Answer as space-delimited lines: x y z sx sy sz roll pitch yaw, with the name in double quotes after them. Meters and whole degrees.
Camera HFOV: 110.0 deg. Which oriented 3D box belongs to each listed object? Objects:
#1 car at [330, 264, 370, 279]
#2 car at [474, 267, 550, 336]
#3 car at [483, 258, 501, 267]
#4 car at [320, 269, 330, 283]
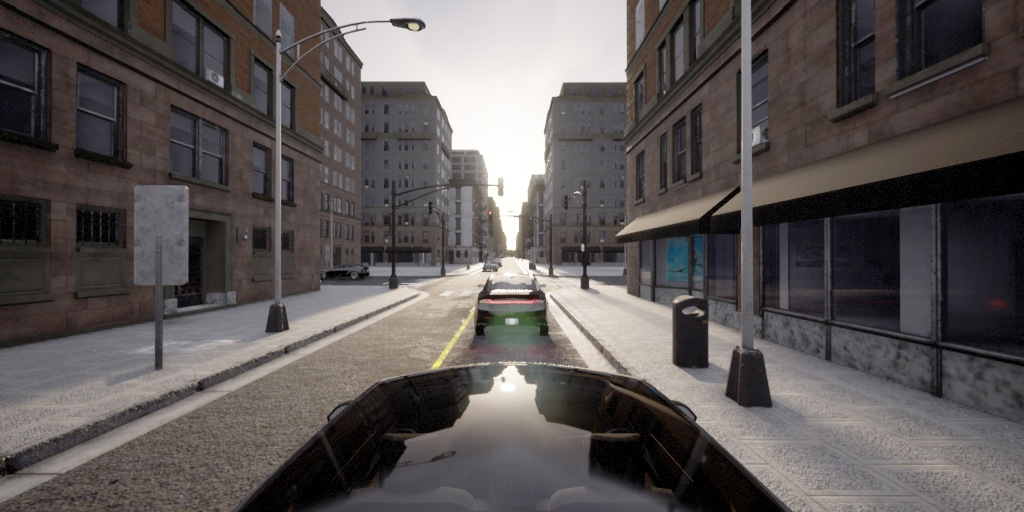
-14.768 1.326 31.558 4.313 1.339 1.948 0 0 0 "car"
-0.001 1.241 10.388 2.128 1.511 4.902 0 0 0 "car"
-2.853 1.315 47.425 1.895 1.301 4.718 0 0 0 "car"
-14.773 1.286 23.532 4.313 1.339 1.948 0 0 0 "car"
